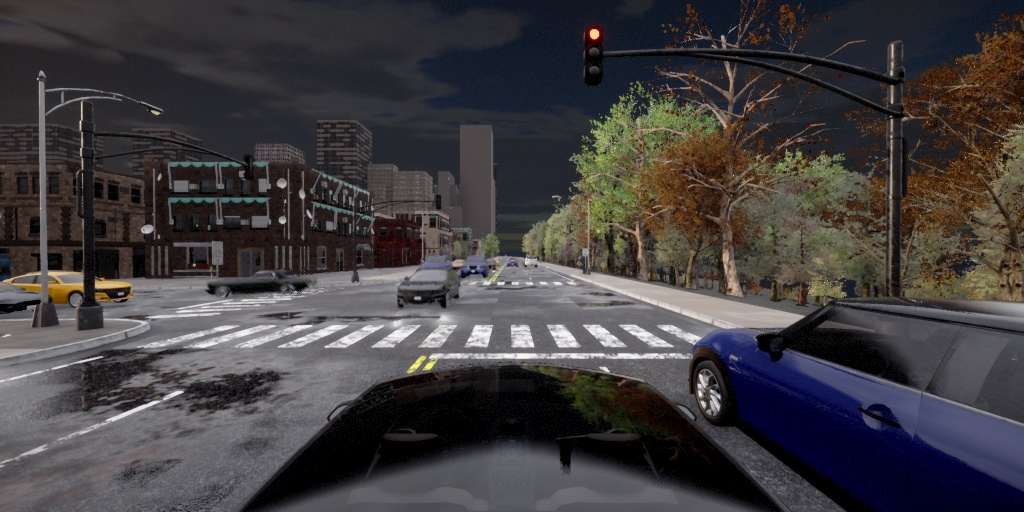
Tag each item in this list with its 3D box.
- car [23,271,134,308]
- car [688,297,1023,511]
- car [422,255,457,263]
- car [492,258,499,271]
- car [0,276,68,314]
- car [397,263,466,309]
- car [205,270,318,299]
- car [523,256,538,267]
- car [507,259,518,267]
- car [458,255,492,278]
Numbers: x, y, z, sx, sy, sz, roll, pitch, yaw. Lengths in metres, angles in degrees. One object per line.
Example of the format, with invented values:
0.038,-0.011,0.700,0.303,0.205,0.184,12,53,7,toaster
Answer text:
-20.009,1.450,16.003,5.008,1.535,1.882,-1,1,-1,car
3.351,1.102,2.850,2.097,1.767,4.553,0,0,0,car
-6.596,0.962,31.858,2.150,2.045,5.566,0,0,0,car
-3.339,1.084,50.179,2.097,1.767,4.553,0,0,0,car
-19.946,1.565,13.307,4.313,1.339,1.948,0,0,0,car
-3.349,1.225,15.233,1.882,1.535,5.008,0,0,0,car
-13.106,1.450,19.009,4.718,1.301,1.895,-1,1,-14,car
3.355,0.948,63.657,2.150,2.045,5.566,0,0,0,car
0.102,1.252,64.506,1.812,1.442,4.674,0,0,0,car
-3.347,0.961,33.492,2.150,2.045,5.566,0,0,0,car
